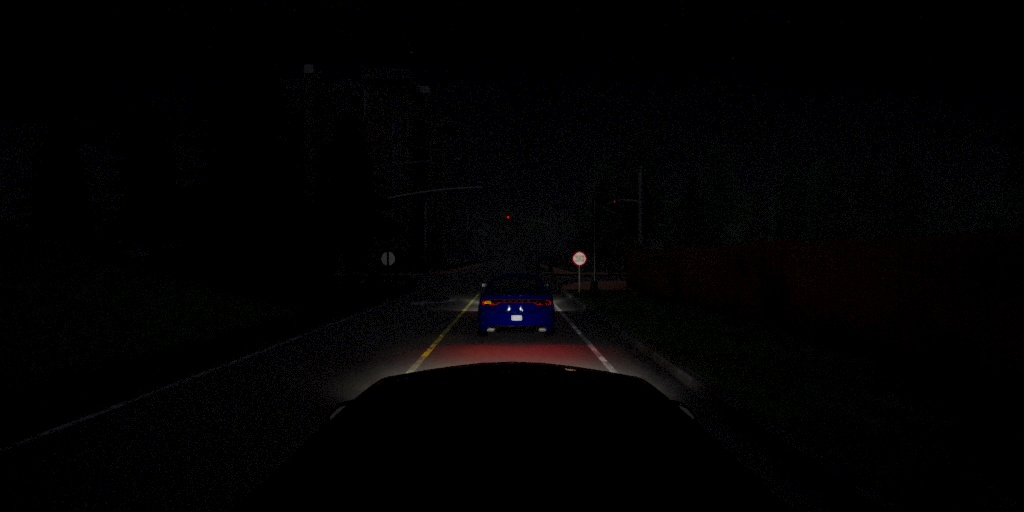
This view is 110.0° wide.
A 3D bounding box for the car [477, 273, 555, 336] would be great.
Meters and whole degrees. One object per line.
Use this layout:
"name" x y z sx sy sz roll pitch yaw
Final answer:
"car" 0.100 1.228 10.458 1.882 1.535 5.008 0 0 0
